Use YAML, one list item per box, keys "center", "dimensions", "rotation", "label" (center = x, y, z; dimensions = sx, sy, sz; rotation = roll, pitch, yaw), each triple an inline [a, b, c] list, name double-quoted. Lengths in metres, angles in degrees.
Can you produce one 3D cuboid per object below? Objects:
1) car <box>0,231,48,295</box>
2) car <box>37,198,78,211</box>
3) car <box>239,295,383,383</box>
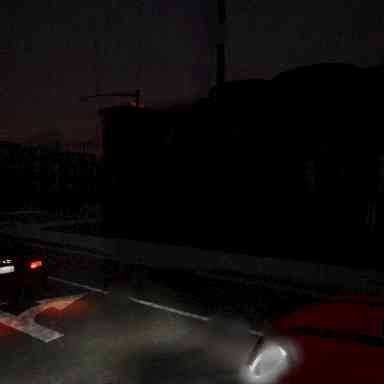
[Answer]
- center: [-5.566, 1.547, 7.940]
  dimensions: [5.357, 1.411, 2.033]
  rotation: [0, 0, 38]
  label: "car"
- center: [-16.272, 1.491, 40.315]
  dimensions: [2.128, 1.511, 4.902]
  rotation: [0, 0, 36]
  label: "car"
- center: [2.569, 1.352, 2.163]
  dimensions: [4.553, 1.767, 2.097]
  rotation: [0, 0, 36]
  label: "car"
